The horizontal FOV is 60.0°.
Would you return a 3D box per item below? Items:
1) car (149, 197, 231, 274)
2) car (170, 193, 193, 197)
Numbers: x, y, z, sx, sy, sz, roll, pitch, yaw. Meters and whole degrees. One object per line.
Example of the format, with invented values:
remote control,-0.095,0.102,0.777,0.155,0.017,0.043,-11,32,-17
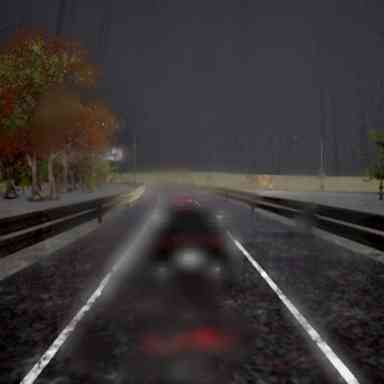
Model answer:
car,-0.088,1.148,9.446,1.882,1.535,5.008,0,2,-1
car,-0.841,0.681,26.817,1.895,1.301,4.718,0,2,-3
